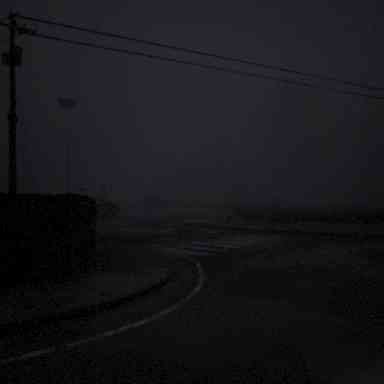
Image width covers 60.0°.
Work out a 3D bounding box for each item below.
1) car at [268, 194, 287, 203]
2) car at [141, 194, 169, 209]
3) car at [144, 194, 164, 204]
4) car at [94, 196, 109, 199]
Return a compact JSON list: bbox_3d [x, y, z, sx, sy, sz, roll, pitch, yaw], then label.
[{"bbox_3d":[13.517,1.547,52.613,2.242,1.667,4.611,0,0,31],"label":"car"},{"bbox_3d":[-5.277,1.402,48.262,1.932,1.855,4.605,0,0,31],"label":"car"},{"bbox_3d":[-7.369,1.394,64.849,1.905,1.878,3.866,0,0,31],"label":"car"},{"bbox_3d":[-19.288,1.596,71.175,1.816,1.474,4.193,0,0,31],"label":"car"}]
